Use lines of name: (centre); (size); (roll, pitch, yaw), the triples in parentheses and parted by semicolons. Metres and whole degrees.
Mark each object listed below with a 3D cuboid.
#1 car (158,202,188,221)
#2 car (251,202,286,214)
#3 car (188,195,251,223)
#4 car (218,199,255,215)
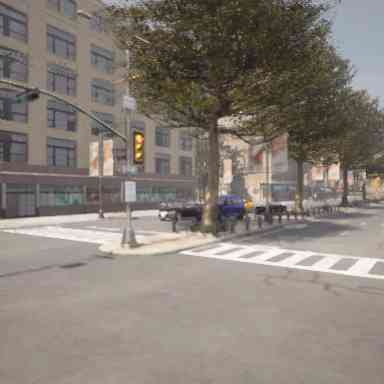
car: (-0.881, 1.598, 28.315); (2.128, 1.511, 4.902); (0, 0, 35)
car: (8.263, 1.685, 35.179); (1.895, 1.301, 4.718); (0, 0, 36)
car: (2.344, 1.306, 26.832); (2.150, 2.045, 5.566); (0, 0, 35)
car: (5.025, 1.584, 36.665); (1.882, 1.535, 5.008); (0, 0, 36)
